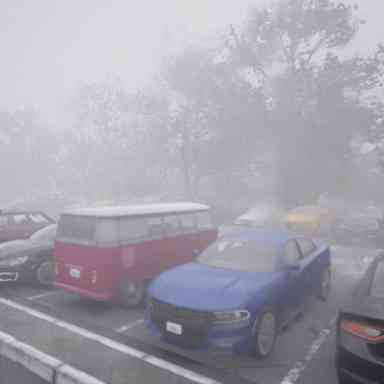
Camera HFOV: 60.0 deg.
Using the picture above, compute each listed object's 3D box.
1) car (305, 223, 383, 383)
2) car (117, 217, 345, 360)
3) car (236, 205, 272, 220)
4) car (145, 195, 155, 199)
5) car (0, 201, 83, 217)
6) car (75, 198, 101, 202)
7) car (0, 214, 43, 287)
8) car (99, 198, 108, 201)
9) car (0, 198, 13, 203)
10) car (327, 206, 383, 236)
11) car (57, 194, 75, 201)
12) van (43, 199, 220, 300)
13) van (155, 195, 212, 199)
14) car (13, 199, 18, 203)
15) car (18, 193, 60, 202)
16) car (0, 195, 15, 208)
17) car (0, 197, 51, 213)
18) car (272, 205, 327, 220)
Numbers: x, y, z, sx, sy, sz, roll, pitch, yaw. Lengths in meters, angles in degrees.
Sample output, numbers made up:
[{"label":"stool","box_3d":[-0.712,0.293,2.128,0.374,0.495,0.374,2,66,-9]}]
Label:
[{"label":"car","box_3d":[3.475,1.518,4.763,2.097,1.535,5.008,0,0,36]},{"label":"car","box_3d":[1.223,1.514,6.399,2.097,1.535,5.008,0,0,36]},{"label":"car","box_3d":[4.327,1.544,20.282,2.002,1.452,4.674,0,0,36]},{"label":"car","box_3d":[-2.469,1.237,25.142,2.435,2.045,5.566,0,0,36]},{"label":"car","box_3d":[-5.673,1.375,11.325,2.185,1.767,4.553,0,0,36]},{"label":"car","box_3d":[-7.074,1.477,28.490,2.097,1.535,5.008,0,0,36]},{"label":"car","box_3d":[-3.292,1.507,9.655,2.231,1.521,4.892,0,0,36]},{"label":"car","box_3d":[-4.603,1.480,26.944,1.946,1.575,5.366,0,0,36]},{"label":"car","box_3d":[-12.310,1.233,16.182,2.435,2.045,5.566,0,0,36]},{"label":"car","box_3d":[8.848,1.514,17.028,2.231,1.521,4.892,0,0,36]},{"label":"car","box_3d":[-9.312,1.341,30.148,2.185,1.767,4.553,1,0,36]},{"label":"van","box_3d":[-0.969,1.285,8.117,1.878,1.987,4.442,0,0,36]},{"label":"van","box_3d":[-0.261,1.268,23.442,1.878,1.987,4.442,0,0,36]},{"label":"car","box_3d":[-16.118,1.387,35.022,2.097,1.535,5.008,1,1,36]},{"label":"car","box_3d":[-13.840,1.171,33.408,2.435,2.045,5.566,1,0,36]},{"label":"car","box_3d":[-25.066,1.168,41.457,2.231,1.521,4.892,2,1,36]},{"label":"car","box_3d":[-18.492,1.341,36.498,1.946,1.575,5.366,1,1,36]},{"label":"car","box_3d":[6.588,1.508,18.656,2.097,1.535,5.008,0,0,36]}]
